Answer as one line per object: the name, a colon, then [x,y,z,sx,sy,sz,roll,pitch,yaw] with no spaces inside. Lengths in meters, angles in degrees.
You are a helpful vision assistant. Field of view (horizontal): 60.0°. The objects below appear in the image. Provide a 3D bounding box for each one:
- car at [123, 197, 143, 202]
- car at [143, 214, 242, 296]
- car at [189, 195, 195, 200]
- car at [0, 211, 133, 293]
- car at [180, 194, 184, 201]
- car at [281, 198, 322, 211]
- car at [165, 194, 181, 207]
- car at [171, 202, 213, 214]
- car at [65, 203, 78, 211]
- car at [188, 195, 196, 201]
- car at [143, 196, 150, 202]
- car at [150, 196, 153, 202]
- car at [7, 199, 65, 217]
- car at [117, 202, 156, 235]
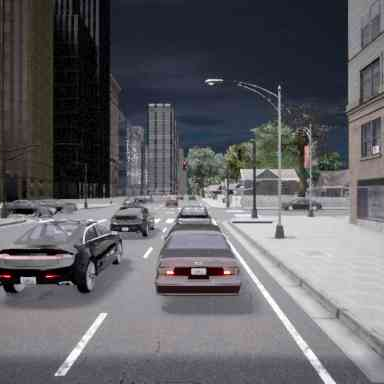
car: [-9.806,1.487,53.781,2.128,1.511,4.902,0,0,1]
car: [0.094,1.545,8.768,2.033,1.411,5.357,0,0,-1]
car: [0.035,1.527,94.348,1.812,1.442,4.674,0,0,0]
car: [-3.148,1.492,8.839,2.128,1.511,4.902,0,0,0]
car: [-3.217,1.352,88.071,2.097,1.767,4.553,0,0,0]
car: [13.298,1.554,40.720,4.892,1.490,1.837,0,-1,0]
car: [-3.109,1.521,52.424,1.812,1.442,4.674,0,0,0]
car: [0.105,1.491,17.821,2.128,1.511,4.902,0,0,0]
car: [-14.214,1.476,34.137,4.902,1.511,2.128,0,0,-1]
car: [0.032,1.496,84.112,1.837,1.490,4.892,0,0,0]
car: [-9.769,1.596,63.100,1.895,1.301,4.718,0,0,1]
car: [-9.723,1.518,73.212,1.812,1.442,4.674,0,0,0]
car: [-14.308,1.443,29.604,4.902,1.511,2.128,0,-1,18]
car: [-3.143,1.504,18.099,1.837,1.490,4.892,0,0,0]
